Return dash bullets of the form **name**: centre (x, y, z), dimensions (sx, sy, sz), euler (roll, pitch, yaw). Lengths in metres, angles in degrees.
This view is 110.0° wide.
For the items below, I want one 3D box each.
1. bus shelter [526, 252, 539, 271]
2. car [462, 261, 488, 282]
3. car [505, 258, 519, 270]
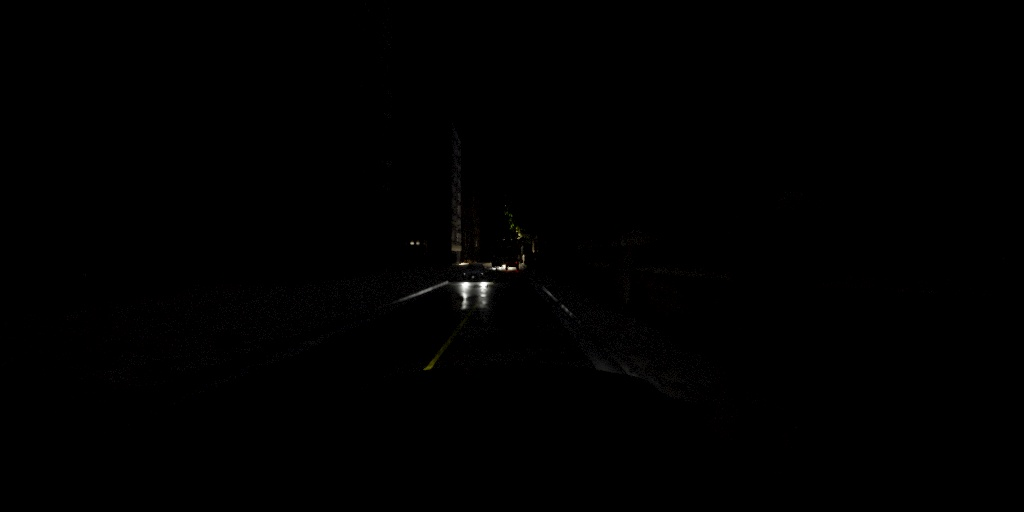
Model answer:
- **bus shelter**: centre (3.145, 0.871, 51.699), dimensions (1.920, 2.740, 3.880), euler (0, 0, 0)
- **car**: centre (-3.092, 1.410, 30.828), dimensions (1.812, 1.442, 4.674), euler (0, 0, 0)
- **car**: centre (0.018, 1.279, 60.332), dimensions (2.150, 2.045, 5.566), euler (0, -1, 0)
